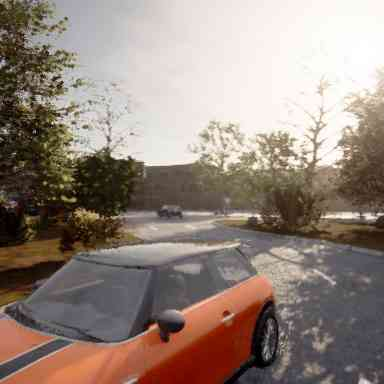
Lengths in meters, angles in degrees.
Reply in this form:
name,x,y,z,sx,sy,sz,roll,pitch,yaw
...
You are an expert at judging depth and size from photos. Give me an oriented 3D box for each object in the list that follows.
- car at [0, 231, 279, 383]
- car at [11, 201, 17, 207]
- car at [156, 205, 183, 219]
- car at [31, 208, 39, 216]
name,x,y,z,sx,sy,sz,roll,pitch,yaw
car,-0.727,1.432,3.745,2.097,1.767,4.553,-1,-2,35
car,-26.294,2.417,48.720,2.435,2.045,5.566,0,-1,-22
car,-2.931,2.421,42.376,2.097,1.767,4.553,1,-2,-25
car,-18.217,2.165,38.813,2.435,2.045,5.566,0,-1,-22
